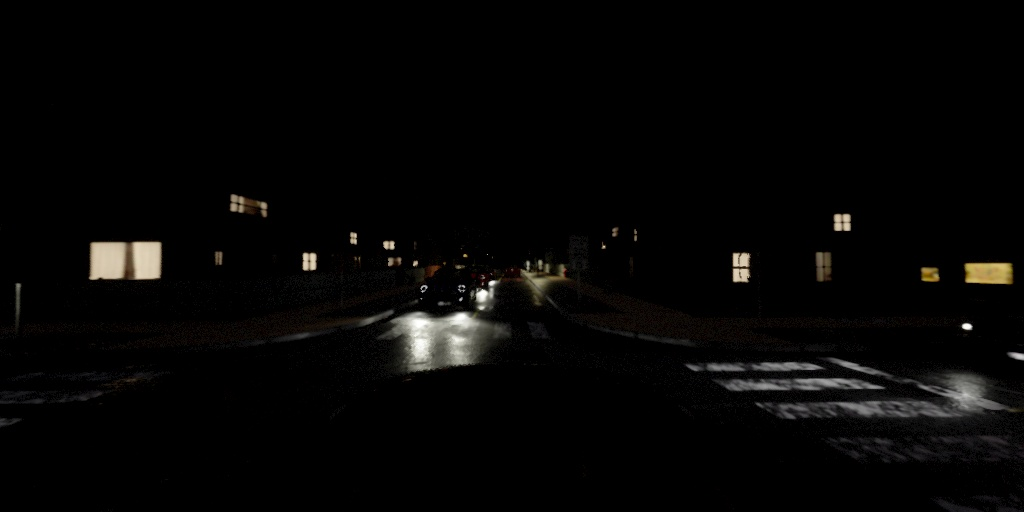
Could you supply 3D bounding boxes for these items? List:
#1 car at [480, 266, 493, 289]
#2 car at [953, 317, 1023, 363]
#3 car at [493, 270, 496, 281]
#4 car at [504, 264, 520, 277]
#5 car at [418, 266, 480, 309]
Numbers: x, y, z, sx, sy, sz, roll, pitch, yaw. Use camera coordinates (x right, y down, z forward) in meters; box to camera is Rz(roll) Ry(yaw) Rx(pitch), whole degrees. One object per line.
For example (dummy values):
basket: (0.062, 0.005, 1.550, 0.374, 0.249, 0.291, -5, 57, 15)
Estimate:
car: (-2.846, 1.533, 27.030, 2.097, 1.767, 4.553, 0, -1, 0)
car: (11.064, 1.444, 6.396, 4.718, 1.301, 1.895, 0, -1, -3)
car: (-2.830, 1.927, 39.501, 1.812, 1.442, 4.674, 0, -1, 0)
car: (0.057, 1.900, 48.076, 2.097, 1.767, 4.553, 0, -1, 1)
car: (-2.852, 1.364, 16.652, 2.097, 1.767, 4.553, 0, -1, 0)
